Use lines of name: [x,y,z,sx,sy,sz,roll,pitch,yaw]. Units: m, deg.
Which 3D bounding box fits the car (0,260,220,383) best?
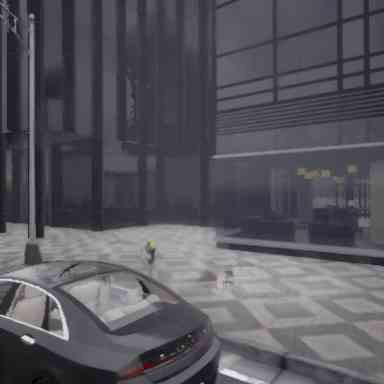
car: [-1.757,1.567,4.211,4.403,1.369,2.008,0,0,35]
